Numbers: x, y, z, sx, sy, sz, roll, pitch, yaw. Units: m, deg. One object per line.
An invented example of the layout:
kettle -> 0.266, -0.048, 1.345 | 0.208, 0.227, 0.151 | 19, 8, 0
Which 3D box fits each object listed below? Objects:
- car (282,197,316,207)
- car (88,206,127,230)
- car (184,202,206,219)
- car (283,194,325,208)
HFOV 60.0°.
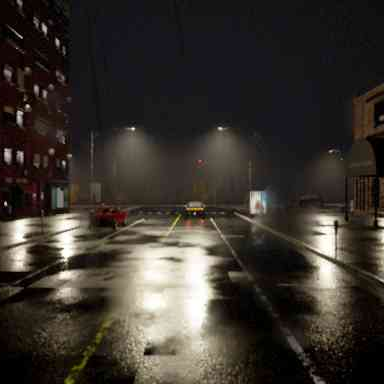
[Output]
car -> 17.302, 1.616, 54.024 | 4.902, 1.511, 2.128 | 0, 0, 1
car -> -5.546, 1.668, 22.169 | 1.887, 1.381, 4.507 | -1, 0, 0
car -> 0.284, 1.663, 30.749 | 2.128, 1.511, 4.902 | 0, 0, 1
car -> 17.304, 1.367, 50.779 | 5.566, 2.045, 2.150 | 0, 0, 0
